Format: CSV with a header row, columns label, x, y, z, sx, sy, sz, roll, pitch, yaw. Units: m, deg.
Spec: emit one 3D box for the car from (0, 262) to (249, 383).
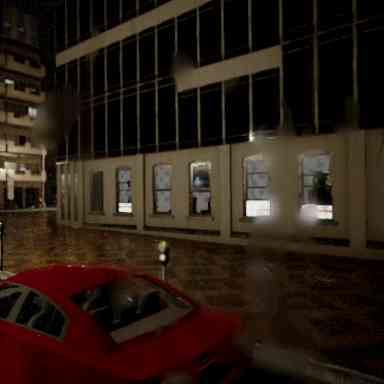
label,x,y,z,sx,sy,sz,roll,pitch,yaw
car,-1.551,1.544,4.003,4.507,1.381,1.887,0,-1,36
